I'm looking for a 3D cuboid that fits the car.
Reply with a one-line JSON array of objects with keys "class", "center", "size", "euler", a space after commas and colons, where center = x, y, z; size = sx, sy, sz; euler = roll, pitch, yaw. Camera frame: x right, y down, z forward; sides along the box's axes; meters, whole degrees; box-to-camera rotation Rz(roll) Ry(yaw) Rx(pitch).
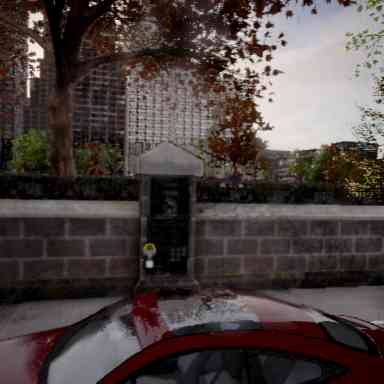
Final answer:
[{"class": "car", "center": [-0.177, 1.500, 2.575], "size": [4.206, 1.307, 1.802], "euler": [1, 1, -12]}]
